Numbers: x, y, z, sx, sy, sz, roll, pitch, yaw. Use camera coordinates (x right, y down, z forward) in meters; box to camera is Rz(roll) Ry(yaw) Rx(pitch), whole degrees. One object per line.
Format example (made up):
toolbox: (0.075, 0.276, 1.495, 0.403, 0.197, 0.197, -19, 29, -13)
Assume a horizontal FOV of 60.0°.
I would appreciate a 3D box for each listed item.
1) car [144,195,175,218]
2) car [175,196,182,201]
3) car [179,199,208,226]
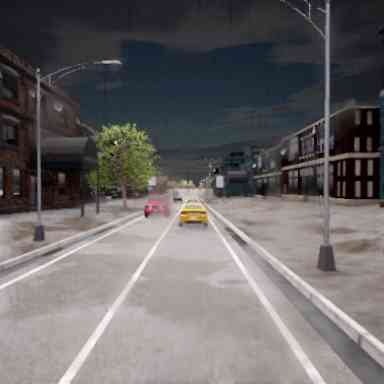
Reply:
car: (-3.100, 1.285, 31.090, 2.150, 2.045, 5.566, 0, 0, 0)
car: (-3.014, 1.562, 72.946, 1.895, 1.301, 4.718, 0, 0, 0)
car: (0.096, 1.509, 23.460, 1.882, 1.535, 5.008, 0, 0, 0)
